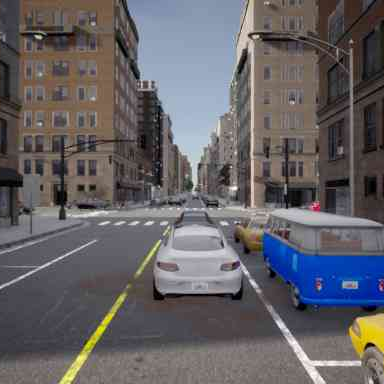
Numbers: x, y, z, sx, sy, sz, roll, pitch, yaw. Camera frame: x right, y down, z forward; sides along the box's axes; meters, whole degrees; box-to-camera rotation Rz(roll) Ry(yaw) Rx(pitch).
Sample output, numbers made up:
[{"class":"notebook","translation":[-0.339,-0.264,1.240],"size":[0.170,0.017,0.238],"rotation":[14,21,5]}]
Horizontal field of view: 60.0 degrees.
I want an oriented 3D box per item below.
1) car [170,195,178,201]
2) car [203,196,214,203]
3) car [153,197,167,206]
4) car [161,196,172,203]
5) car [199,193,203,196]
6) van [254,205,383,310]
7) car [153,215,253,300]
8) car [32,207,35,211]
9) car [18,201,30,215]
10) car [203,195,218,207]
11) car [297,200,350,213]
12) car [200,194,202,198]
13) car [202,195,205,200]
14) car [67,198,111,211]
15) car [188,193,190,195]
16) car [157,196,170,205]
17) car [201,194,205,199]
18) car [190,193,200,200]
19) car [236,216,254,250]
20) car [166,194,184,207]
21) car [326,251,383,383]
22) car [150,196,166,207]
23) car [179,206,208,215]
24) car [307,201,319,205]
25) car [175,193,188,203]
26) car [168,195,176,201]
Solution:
[{"class":"car","translation":[-4.875,1.566,89.654],"size":[1.947,1.339,4.313],"rotation":[1,0,1]},{"class":"car","translation":[3.327,1.548,67.422],"size":[1.887,1.381,4.507],"rotation":[1,0,1]},{"class":"car","translation":[-5.360,1.571,56.481],"size":[1.947,1.339,4.313],"rotation":[1,0,1]},{"class":"car","translation":[-5.198,1.549,67.539],"size":[1.887,1.381,4.507],"rotation":[1,0,1]},{"class":"car","translation":[3.650,1.550,89.543],"size":[2.008,1.369,4.403],"rotation":[1,0,1]},{"class":"van","translation":[2.691,1.342,7.496],"size":[1.690,1.788,3.998],"rotation":[1,0,0]},{"class":"car","translation":[0.092,1.527,8.289],"size":[1.812,1.442,4.674],"rotation":[0,0,-1]},{"class":"car","translation":[-17.899,1.369,32.412],"size":[4.892,1.490,1.837],"rotation":[0,-1,0]},{"class":"car","translation":[-17.232,1.363,29.164],"size":[4.674,1.442,1.812],"rotation":[0,-1,2]},{"class":"car","translation":[3.084,1.571,50.832],"size":[1.947,1.339,4.313],"rotation":[1,0,1]},{"class":"car","translation":[15.272,1.713,38.830],"size":[5.357,1.411,2.033],"rotation":[0,-1,0]},{"class":"car","translation":[3.488,1.568,78.483],"size":[1.947,1.339,4.313],"rotation":[1,0,1]},{"class":"car","translation":[3.165,1.549,56.362],"size":[1.887,1.381,4.507],"rotation":[1,0,1]},{"class":"car","translation":[-12.088,1.465,39.083],"size":[4.902,1.511,2.128],"rotation":[0,0,-3]},{"class":"car","translation":[-2.119,1.472,83.169],"size":[1.882,1.535,5.008],"rotation":[0,0,1]},{"class":"car","translation":[-5.279,1.556,62.010],"size":[2.008,1.369,4.403],"rotation":[1,0,1]},{"class":"car","translation":[3.246,1.555,61.892],"size":[2.008,1.369,4.403],"rotation":[1,0,1]},{"class":"car","translation":[1.008,1.523,91.881],"size":[1.812,1.442,4.674],"rotation":[0,0,1]},{"class":"car","translation":[2.700,1.528,13.339],"size":[1.752,1.417,4.829],"rotation":[1,0,0]},{"class":"car","translation":[-2.658,1.483,52.704],"size":[1.882,1.535,5.008],"rotation":[0,0,1]},{"class":"car","translation":[2.679,1.526,1.992],"size":[1.752,1.417,4.829],"rotation":[1,0,0]},{"class":"car","translation":[-5.441,1.588,50.953],"size":[1.802,1.307,4.206],"rotation":[1,0,1]},{"class":"car","translation":[0.120,1.567,15.682],"size":[1.994,1.385,4.181],"rotation":[0,0,0]},{"class":"car","translation":[15.621,1.357,35.582],"size":[5.566,2.045,2.150],"rotation":[0,-1,0]},{"class":"car","translation":[-2.321,1.482,69.335],"size":[1.882,1.535,5.008],"rotation":[0,0,1]},{"class":"car","translation":[-4.957,1.527,83.955],"size":[1.752,1.417,4.829],"rotation":[1,0,1]}]
